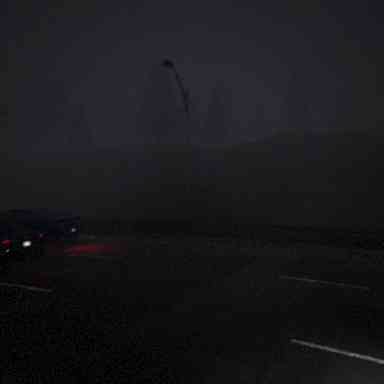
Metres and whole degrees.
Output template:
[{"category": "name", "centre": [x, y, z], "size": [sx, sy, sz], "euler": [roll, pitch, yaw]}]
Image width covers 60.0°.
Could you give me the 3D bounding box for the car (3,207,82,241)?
[{"category": "car", "centre": [-7.211, 1.405, 14.301], "size": [5.008, 1.535, 1.882], "euler": [0, 0, 17]}]

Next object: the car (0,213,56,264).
[{"category": "car", "centre": [-6.807, 1.515, 10.517], "size": [4.181, 1.385, 1.994], "euler": [0, 0, 18]}]
